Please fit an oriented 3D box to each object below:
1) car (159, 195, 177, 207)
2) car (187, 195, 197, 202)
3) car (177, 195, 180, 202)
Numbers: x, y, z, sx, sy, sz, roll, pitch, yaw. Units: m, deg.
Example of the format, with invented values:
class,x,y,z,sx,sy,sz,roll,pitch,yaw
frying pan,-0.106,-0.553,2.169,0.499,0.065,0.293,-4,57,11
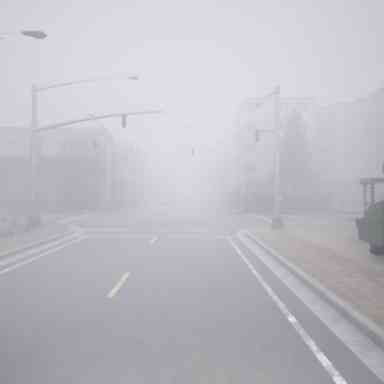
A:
class,x,y,z,sx,sy,sz,roll,pitch,yaw
car,-3.584,1.366,47.566,1.837,1.490,4.892,0,0,0
car,-0.013,1.364,66.508,2.033,1.411,5.357,0,0,0
car,-3.504,1.343,67.598,1.837,1.490,4.892,0,0,0
